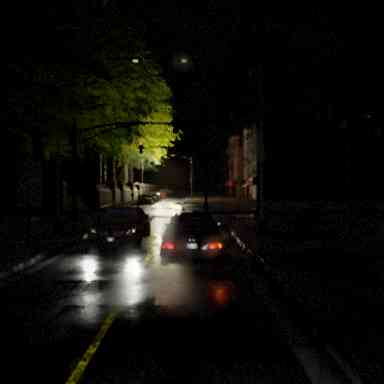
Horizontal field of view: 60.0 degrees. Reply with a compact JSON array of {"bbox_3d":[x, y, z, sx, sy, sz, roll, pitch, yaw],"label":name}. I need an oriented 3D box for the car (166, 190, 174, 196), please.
[{"bbox_3d":[-5.994,0.196,90.587,1.752,1.417,4.829,1,1,-1],"label":"car"}]

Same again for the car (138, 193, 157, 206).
[{"bbox_3d":[-5.598,0.850,41.999,1.752,1.417,4.829,1,1,-1],"label":"car"}]

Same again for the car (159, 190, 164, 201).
[{"bbox_3d":[-5.594,0.797,47.161,2.008,1.369,4.403,1,1,-1],"label":"car"}]

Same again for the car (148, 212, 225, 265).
[{"bbox_3d":[0.009,1.366,10.876,2.033,1.411,5.357,0,1,0],"label":"car"}]

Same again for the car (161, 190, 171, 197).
[{"bbox_3d":[-5.843,0.306,74.407,1.967,1.590,4.097,1,1,-1],"label":"car"}]

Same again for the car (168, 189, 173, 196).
[{"bbox_3d":[-5.790,0.252,68.955,2.192,1.841,5.009,1,1,-1],"label":"car"}]

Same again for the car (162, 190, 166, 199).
[{"bbox_3d":[-5.645,0.731,52.610,1.947,1.339,4.313,1,1,-1],"label":"car"}]

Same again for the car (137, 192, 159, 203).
[{"bbox_3d":[-5.556,0.905,40.026,2.008,1.369,4.403,1,1,-1],"label":"car"}]

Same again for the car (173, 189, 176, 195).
[{"bbox_3d":[-5.944,0.172,85.306,1.967,1.590,4.097,1,1,-1],"label":"car"}]

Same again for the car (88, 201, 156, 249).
[{"bbox_3d":[-2.763,1.299,13.585,1.812,1.442,4.674,0,1,0],"label":"car"}]

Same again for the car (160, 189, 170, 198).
[{"bbox_3d":[-5.746,0.593,63.509,1.802,1.307,4.206,1,1,-1],"label":"car"}]
